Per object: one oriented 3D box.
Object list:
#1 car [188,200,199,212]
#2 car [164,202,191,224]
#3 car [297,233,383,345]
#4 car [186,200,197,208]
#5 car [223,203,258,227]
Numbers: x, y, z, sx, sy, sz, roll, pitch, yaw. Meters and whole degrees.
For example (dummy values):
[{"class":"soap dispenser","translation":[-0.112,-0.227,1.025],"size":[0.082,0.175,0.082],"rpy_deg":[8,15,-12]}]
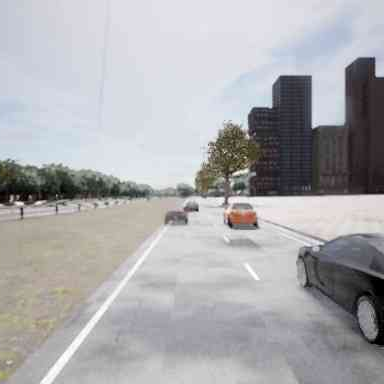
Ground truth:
[{"class":"car","translation":[0.006,2.052,47.283],"size":[1.994,1.385,4.181],"rpy_deg":[0,-1,1]},{"class":"car","translation":[-1.235,1.789,27.338],"size":[1.812,1.442,4.674],"rpy_deg":[0,-1,0]},{"class":"car","translation":[3.599,1.537,6.490],"size":[1.882,1.535,5.008],"rpy_deg":[0,-1,0]},{"class":"car","translation":[-0.024,2.208,63.544],"size":[2.033,1.411,5.357],"rpy_deg":[0,-1,0]},{"class":"car","translation":[3.591,1.593,25.314],"size":[2.097,1.767,4.553],"rpy_deg":[0,-1,0]}]
